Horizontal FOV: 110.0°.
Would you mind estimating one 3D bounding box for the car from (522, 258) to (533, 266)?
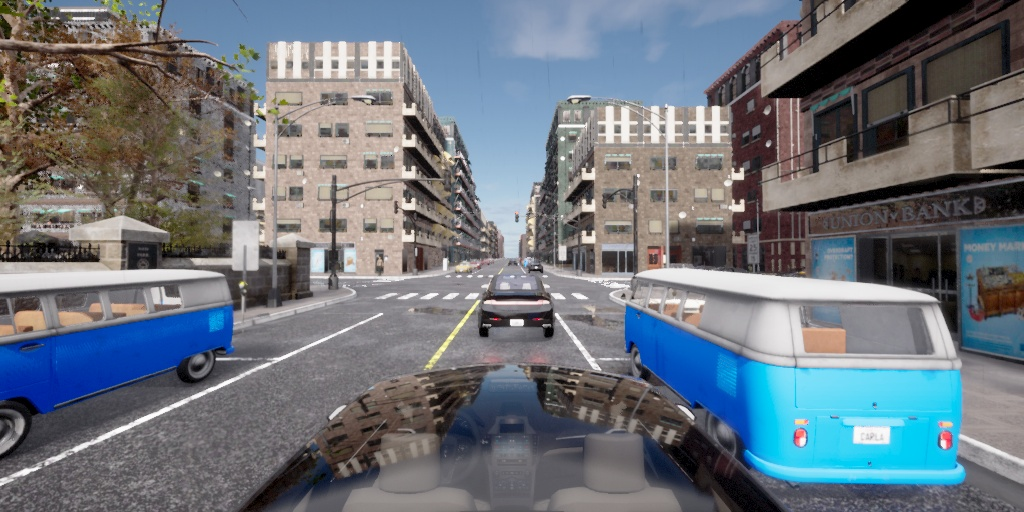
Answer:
[{"bbox_3d":[2.743,1.313,48.099,2.007,1.370,4.403,0,0,0],"label":"car"}]

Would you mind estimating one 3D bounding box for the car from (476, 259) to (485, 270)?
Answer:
[{"bbox_3d":[-5.632,1.205,53.751,1.967,1.591,4.097,0,0,0],"label":"car"}]

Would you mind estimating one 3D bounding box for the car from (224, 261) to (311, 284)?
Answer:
[{"bbox_3d":[-17.109,1.147,25.206,4.892,1.490,1.837,0,-1,2],"label":"car"}]

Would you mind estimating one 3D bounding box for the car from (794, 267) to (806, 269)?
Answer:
[{"bbox_3d":[25.040,1.412,27.887,5.008,1.535,1.882,0,-1,1],"label":"car"}]

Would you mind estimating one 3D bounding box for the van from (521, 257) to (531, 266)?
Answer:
[{"bbox_3d":[2.755,1.108,59.384,1.690,1.789,3.998,0,0,0],"label":"van"}]

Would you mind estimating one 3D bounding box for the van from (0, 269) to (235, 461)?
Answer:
[{"bbox_3d":[-5.653,1.091,4.521,1.690,1.789,3.998,0,0,0],"label":"van"}]

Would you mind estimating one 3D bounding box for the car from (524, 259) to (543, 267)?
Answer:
[{"bbox_3d":[2.736,1.327,42.457,1.948,1.339,4.313,0,0,0],"label":"car"}]

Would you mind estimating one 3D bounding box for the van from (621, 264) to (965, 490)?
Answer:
[{"bbox_3d":[2.662,1.091,4.510,1.690,1.789,3.998,0,0,0],"label":"van"}]

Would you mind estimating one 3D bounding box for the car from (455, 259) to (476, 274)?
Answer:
[{"bbox_3d":[-5.644,1.286,42.295,1.751,1.417,4.829,0,0,0],"label":"car"}]

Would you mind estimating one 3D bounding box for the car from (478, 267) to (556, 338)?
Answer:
[{"bbox_3d":[0.109,1.243,10.242,2.128,1.511,4.902,0,0,0],"label":"car"}]

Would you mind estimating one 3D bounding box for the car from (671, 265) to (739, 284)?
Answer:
[{"bbox_3d":[14.983,1.441,28.019,4.181,1.385,1.994,0,-1,1],"label":"car"}]

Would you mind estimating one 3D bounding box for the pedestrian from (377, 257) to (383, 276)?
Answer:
[{"bbox_3d":[-12.503,0.965,33.915,0.375,1.860,0.375,0,-1,1],"label":"pedestrian"}]

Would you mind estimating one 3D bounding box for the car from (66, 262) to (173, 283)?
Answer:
[{"bbox_3d":[-27.609,1.132,25.370,5.357,1.411,2.033,0,-1,1],"label":"car"}]
